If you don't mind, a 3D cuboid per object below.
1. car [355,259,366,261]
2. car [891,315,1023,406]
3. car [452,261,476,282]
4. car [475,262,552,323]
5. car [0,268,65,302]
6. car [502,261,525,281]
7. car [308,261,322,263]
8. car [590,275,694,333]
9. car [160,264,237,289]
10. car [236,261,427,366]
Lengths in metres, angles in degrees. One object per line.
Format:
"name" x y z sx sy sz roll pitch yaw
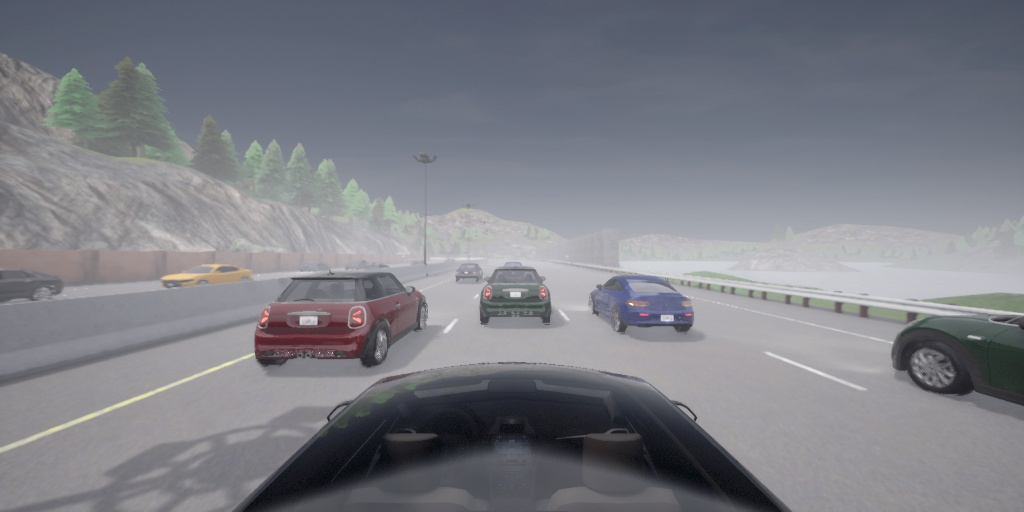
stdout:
"car" -14.089 1.313 36.904 1.994 1.385 4.181 0 0 0
"car" 7.101 1.102 3.791 2.097 1.767 4.553 0 0 0
"car" -3.396 1.296 29.122 2.033 1.411 5.357 0 0 0
"car" 0.101 1.102 12.193 2.097 1.767 4.553 0 0 0
"car" -21.099 1.254 14.044 1.837 1.490 4.892 0 0 0
"car" 0.105 1.227 31.445 1.882 1.535 5.008 0 0 0
"car" -24.577 1.313 44.721 1.994 1.385 4.181 0 0 0
"car" 3.602 1.275 10.618 1.812 1.442 4.674 0 0 0
"car" -17.599 1.227 20.968 1.882 1.535 5.008 0 0 0
"car" -3.399 1.102 8.117 2.097 1.767 4.553 0 0 0
